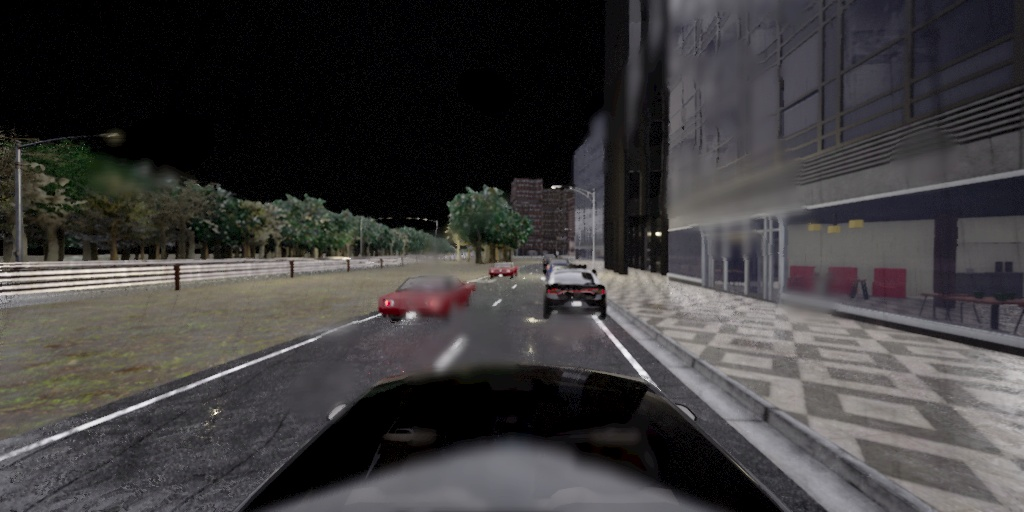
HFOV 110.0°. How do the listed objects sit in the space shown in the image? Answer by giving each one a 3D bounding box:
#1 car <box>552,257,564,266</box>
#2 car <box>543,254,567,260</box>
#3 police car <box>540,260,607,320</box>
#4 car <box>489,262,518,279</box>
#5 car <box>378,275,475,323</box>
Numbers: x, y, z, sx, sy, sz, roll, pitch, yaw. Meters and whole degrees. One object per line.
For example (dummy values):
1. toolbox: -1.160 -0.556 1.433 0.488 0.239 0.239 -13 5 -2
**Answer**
1. car: 8.146 0.872 63.084 1.837 1.490 4.892 0 0 11
2. car: 3.689 0.925 28.092 2.097 1.767 4.553 0 0 7
3. police car: 2.034 1.100 12.520 1.930 1.638 5.238 0 0 5
4. car: -0.591 1.165 29.532 1.895 1.301 4.718 0 0 7
5. car: -2.475 1.281 11.776 1.895 1.301 4.718 0 0 5
